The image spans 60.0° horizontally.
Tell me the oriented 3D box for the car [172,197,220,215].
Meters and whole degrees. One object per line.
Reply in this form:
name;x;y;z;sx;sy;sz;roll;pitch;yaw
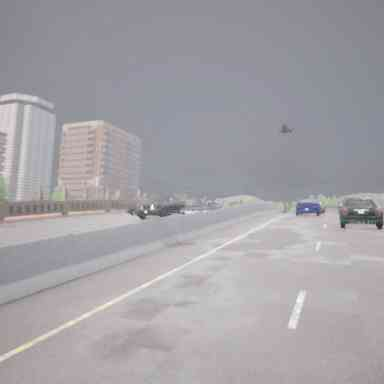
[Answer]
car;0.697;1.340;25.353;2.128;1.511;4.902;-1;0;24

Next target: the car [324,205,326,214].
car;15.072;1.978;40.233;1.994;1.385;4.181;-1;-5;25

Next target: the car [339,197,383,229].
car;9.951;1.089;19.823;2.097;1.767;4.553;-1;0;24

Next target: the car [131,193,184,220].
car;-2.319;1.106;27.201;2.150;2.045;5.566;-1;0;24

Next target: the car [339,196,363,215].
car;16.557;1.445;34.886;2.097;1.767;4.553;-1;-3;24

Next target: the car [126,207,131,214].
car;-4.071;1.484;31.908;2.033;1.411;5.357;-1;-1;24

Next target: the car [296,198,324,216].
car;10.464;1.320;29.706;1.882;1.535;5.008;-1;-2;24
